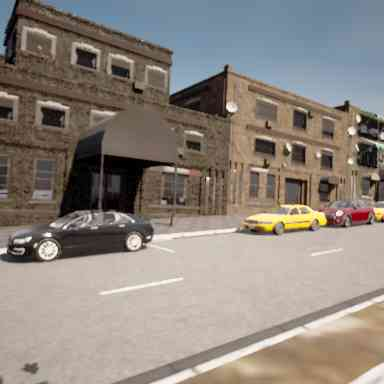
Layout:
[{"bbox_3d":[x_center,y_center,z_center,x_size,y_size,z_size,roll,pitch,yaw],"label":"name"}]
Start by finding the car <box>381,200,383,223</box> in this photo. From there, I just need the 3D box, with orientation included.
[{"bbox_3d":[14.099,1.380,24.496,5.366,1.575,1.946,0,0,-36],"label":"car"}]

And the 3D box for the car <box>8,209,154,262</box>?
[{"bbox_3d":[-3.688,1.380,11.701,4.892,1.521,2.231,0,0,-36],"label":"car"}]

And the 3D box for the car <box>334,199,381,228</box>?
[{"bbox_3d":[9.785,1.256,21.400,4.553,1.767,2.185,0,0,-36],"label":"car"}]

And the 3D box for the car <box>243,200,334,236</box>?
[{"bbox_3d":[5.123,1.378,18.047,5.366,1.575,1.946,0,0,-36],"label":"car"}]
